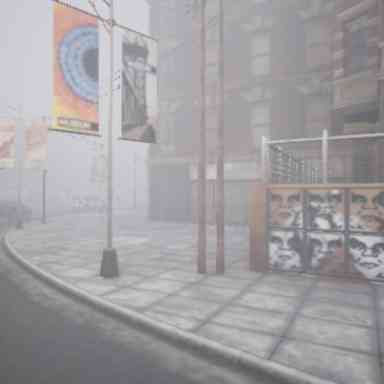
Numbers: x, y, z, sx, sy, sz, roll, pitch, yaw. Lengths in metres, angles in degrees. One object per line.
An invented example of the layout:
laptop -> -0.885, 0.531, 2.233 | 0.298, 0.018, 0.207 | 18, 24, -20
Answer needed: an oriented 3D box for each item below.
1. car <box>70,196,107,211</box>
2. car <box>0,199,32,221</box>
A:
car -> -13.718, 1.489, 44.702 | 2.150, 2.045, 5.566 | 0, 0, 30
car -> -15.645, 1.489, 28.641 | 2.097, 1.767, 4.553 | 0, 0, -2
